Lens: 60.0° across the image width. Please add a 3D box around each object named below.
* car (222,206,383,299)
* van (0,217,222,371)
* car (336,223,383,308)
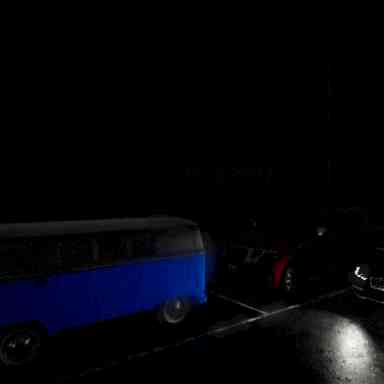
[{"bbox_3d":[2.910,1.313,8.613,5.009,1.841,2.192,0,-1,-35],"label":"car"},{"bbox_3d":[-1.642,1.340,5.375,3.998,1.788,1.690,0,-1,-35],"label":"van"},{"bbox_3d":[5.351,1.502,7.062,4.892,1.490,1.837,0,0,-35],"label":"car"}]
